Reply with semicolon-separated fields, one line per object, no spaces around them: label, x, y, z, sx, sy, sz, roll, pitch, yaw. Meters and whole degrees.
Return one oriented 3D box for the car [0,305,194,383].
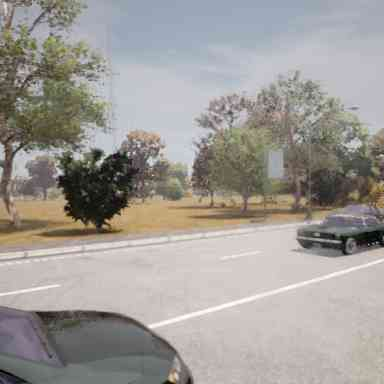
car;-2.000;1.571;2.417;4.181;1.385;1.994;0;0;-36

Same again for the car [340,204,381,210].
car;10.636;1.493;21.259;5.357;1.411;2.033;0;0;-39

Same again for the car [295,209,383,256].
car;6.164;1.570;13.169;4.718;1.301;1.895;0;0;-38
